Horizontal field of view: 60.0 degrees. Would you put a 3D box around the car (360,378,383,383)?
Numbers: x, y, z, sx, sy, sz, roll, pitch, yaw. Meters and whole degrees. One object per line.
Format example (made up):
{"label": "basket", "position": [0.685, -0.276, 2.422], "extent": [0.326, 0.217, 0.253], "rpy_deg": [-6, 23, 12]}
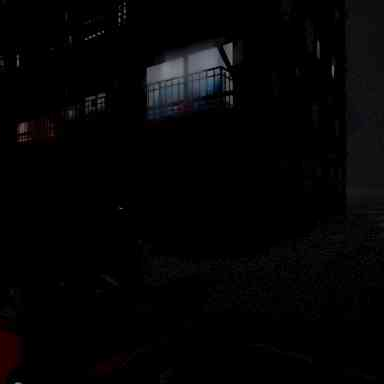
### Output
{"label": "car", "position": [2.551, 1.566, 1.055], "extent": [4.313, 1.339, 1.947], "rpy_deg": [0, 0, 36]}

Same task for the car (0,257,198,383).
{"label": "car", "position": [-2.036, 1.545, 4.330], "extent": [4.507, 1.381, 1.887], "rpy_deg": [0, 0, 36]}
